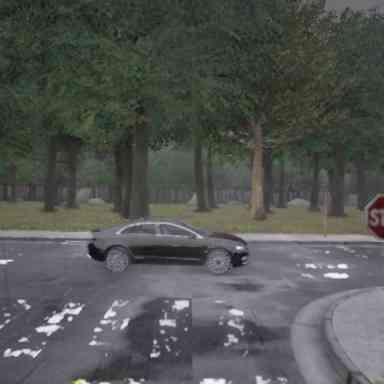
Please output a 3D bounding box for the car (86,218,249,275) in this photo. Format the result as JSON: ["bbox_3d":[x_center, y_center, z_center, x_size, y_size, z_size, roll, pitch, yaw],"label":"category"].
[{"bbox_3d":[-0.717,1.567,10.281,4.902,1.511,2.128,1,0,0],"label":"car"}]
